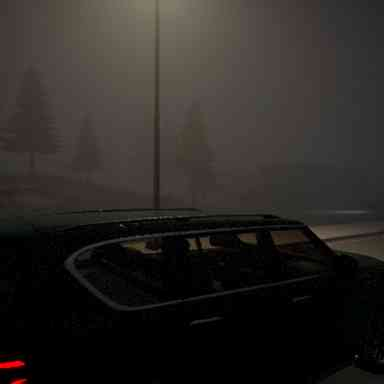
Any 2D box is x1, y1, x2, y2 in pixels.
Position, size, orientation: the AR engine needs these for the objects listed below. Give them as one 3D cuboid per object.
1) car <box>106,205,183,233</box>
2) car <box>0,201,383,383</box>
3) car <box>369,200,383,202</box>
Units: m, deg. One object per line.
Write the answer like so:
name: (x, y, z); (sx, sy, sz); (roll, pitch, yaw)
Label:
car: (-2.838, 1.562, 20.279); (4.181, 1.385, 1.994); (0, 0, -35)
car: (0.362, 1.224, 3.968); (5.566, 2.045, 2.150); (0, 0, -35)
car: (23.471, 1.686, 42.690); (4.718, 1.301, 1.895); (0, 0, -35)
